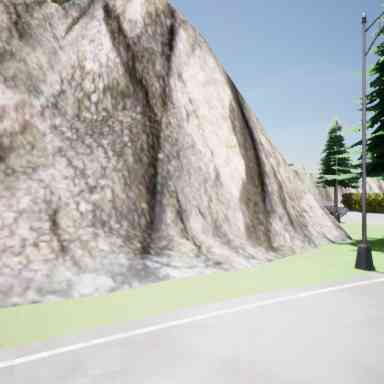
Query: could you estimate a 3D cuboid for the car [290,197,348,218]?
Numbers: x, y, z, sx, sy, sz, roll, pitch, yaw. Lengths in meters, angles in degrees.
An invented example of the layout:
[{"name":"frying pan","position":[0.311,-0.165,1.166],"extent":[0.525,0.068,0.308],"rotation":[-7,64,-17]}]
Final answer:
[{"name":"car","position":[11.581,1.489,29.938],"extent":[2.128,1.511,4.902],"rotation":[0,0,-26]}]
